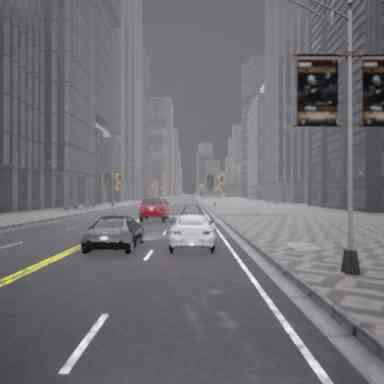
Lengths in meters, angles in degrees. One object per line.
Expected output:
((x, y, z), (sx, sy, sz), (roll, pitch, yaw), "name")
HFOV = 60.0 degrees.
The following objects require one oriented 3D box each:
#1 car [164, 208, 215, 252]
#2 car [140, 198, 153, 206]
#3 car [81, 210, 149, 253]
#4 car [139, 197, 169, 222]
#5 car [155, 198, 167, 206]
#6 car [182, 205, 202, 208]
((0.003, 1.658, 14.375), (1.812, 1.442, 4.674), (0, 0, 0), "car")
((-9.754, 2.105, 70.965), (2.033, 1.411, 5.357), (0, 0, 0), "car")
((-3.248, 1.696, 14.320), (1.994, 1.385, 4.181), (0, 0, 0), "car")
((-3.251, 1.479, 29.020), (2.150, 2.045, 5.566), (0, 0, 0), "car")
((-6.504, 2.106, 70.965), (2.033, 1.411, 5.357), (0, 0, 0), "car")
((0.004, 1.829, 29.315), (1.994, 1.385, 4.181), (0, 0, 0), "car")
